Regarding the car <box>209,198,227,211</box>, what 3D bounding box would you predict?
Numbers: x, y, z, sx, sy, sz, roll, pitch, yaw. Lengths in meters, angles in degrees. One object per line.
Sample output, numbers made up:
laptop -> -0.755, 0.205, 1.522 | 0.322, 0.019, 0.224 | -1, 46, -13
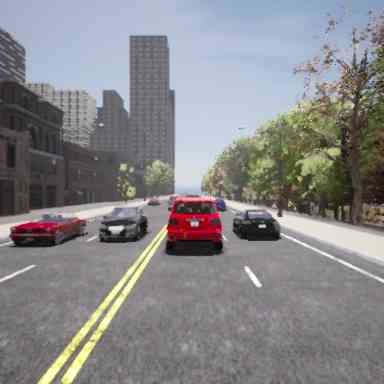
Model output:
car -> 3.338, 1.563, 43.337 | 1.882, 1.535, 5.008 | 0, 0, 0

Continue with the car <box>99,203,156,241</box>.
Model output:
car -> -3.351, 1.526, 17.060 | 2.128, 1.511, 4.902 | 0, 0, 0

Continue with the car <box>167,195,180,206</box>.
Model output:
car -> -3.295, 1.466, 59.468 | 2.097, 1.767, 4.553 | 0, 0, 0

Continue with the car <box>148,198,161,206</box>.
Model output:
car -> -6.539, 1.712, 58.451 | 1.895, 1.301, 4.718 | 0, 0, 0

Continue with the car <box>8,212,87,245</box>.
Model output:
car -> -6.603, 1.632, 15.765 | 1.895, 1.301, 4.718 | 0, 0, 0

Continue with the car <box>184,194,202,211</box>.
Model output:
car -> 0.088, 1.308, 43.499 | 2.150, 2.045, 5.566 | 0, 0, 0

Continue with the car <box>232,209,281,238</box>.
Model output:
car -> 3.346, 1.601, 17.854 | 1.994, 1.385, 4.181 | 0, 0, 0

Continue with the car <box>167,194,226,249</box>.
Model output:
car -> 0.096, 1.253, 14.740 | 2.150, 2.045, 5.566 | 0, 0, 0
